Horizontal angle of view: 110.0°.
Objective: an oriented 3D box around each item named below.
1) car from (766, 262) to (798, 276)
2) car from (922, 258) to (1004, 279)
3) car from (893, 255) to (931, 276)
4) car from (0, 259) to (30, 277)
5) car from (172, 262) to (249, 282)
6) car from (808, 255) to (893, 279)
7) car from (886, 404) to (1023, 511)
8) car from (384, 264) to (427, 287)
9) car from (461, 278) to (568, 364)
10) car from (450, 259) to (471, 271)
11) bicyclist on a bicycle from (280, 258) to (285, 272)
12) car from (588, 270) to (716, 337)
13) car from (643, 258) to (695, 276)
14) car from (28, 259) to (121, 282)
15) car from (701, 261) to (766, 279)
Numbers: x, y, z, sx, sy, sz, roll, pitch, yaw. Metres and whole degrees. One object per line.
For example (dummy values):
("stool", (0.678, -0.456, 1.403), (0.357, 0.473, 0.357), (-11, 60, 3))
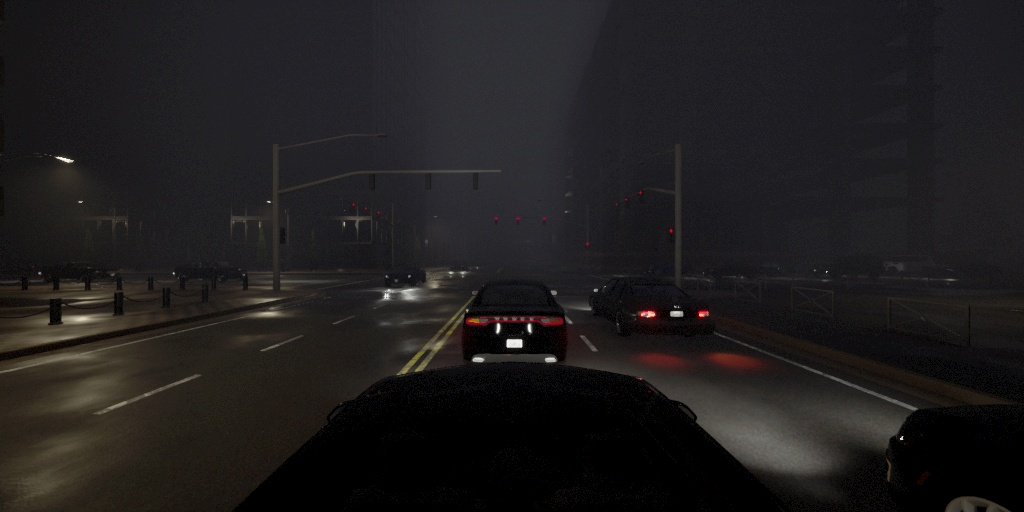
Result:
("car", (24.698, 1.241, 35.044), (5.357, 1.411, 2.033), (0, 0, 0))
("car", (39.912, 1.171, 31.575), (5.008, 1.535, 1.882), (0, 0, 0))
("car", (37.834, 0.917, 35.076), (5.566, 2.045, 2.150), (0, 0, 0))
("car", (-47.445, 1.048, 34.748), (4.553, 1.767, 2.097), (0, 0, 1))
("car", (-22.924, 1.185, 27.374), (4.902, 1.511, 2.128), (0, 0, 0))
("car", (29.420, 0.915, 31.558), (5.566, 2.045, 2.150), (0, 0, 0))
("car", (3.600, 1.255, 0.511), (1.837, 1.490, 4.892), (0, 0, 0))
("car", (-7.099, 1.248, 24.330), (1.812, 1.442, 4.674), (0, 0, 0))
("car", (0.055, 1.227, 8.124), (1.882, 1.535, 5.008), (0, 0, 0))
("car", (-7.093, 1.226, 48.512), (1.882, 1.535, 5.008), (0, 0, 0))
("bicyclist on a bicycle", (-25.408, 0.994, 39.334), (0.582, 1.620, 1.656), (0, 0, 0))
("car", (3.571, 1.297, 10.248), (2.033, 1.411, 5.357), (0, 0, 0))
("car", (15.230, 1.045, 35.031), (4.553, 1.767, 2.097), (0, 0, 0))
("car", (-32.963, 1.186, 27.419), (4.902, 1.511, 2.128), (0, 0, 0))
("car", (19.154, 1.219, 31.503), (4.674, 1.442, 1.812), (0, 0, 0))
